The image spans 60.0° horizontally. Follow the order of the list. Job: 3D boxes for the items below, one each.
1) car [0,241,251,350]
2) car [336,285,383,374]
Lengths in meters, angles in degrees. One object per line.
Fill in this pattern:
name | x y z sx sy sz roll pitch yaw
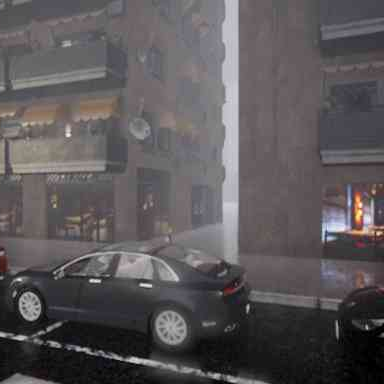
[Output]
car | -1.197 1.554 5.875 4.403 1.369 2.008 0 0 20
car | 4.096 1.569 3.955 4.313 1.339 1.947 0 0 20
